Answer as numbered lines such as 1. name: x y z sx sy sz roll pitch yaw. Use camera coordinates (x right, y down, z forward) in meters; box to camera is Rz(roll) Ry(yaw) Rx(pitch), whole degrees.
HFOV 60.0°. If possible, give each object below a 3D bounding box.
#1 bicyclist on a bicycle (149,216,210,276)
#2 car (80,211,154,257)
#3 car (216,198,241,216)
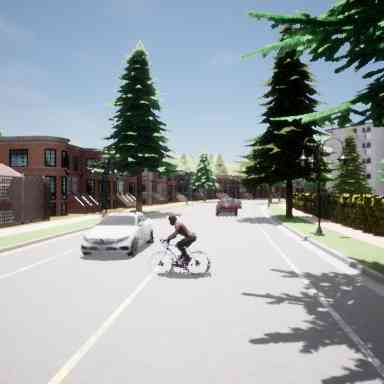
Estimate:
1. bicyclist on a bicycle: -0.347 1.453 8.873 1.656 1.620 0.582 -1 0 4
2. car: -2.723 1.526 13.142 1.812 1.442 4.674 0 0 5
3. car: 3.561 1.352 33.361 2.097 1.767 4.553 0 0 8
